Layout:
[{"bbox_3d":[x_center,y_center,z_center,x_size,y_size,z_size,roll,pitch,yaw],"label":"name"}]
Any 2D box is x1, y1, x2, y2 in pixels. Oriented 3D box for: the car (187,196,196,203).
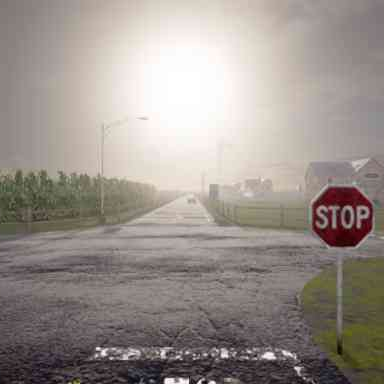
[{"bbox_3d":[-0.072,1.584,71.364,2.128,1.511,4.902,0,0,0],"label":"car"}]
